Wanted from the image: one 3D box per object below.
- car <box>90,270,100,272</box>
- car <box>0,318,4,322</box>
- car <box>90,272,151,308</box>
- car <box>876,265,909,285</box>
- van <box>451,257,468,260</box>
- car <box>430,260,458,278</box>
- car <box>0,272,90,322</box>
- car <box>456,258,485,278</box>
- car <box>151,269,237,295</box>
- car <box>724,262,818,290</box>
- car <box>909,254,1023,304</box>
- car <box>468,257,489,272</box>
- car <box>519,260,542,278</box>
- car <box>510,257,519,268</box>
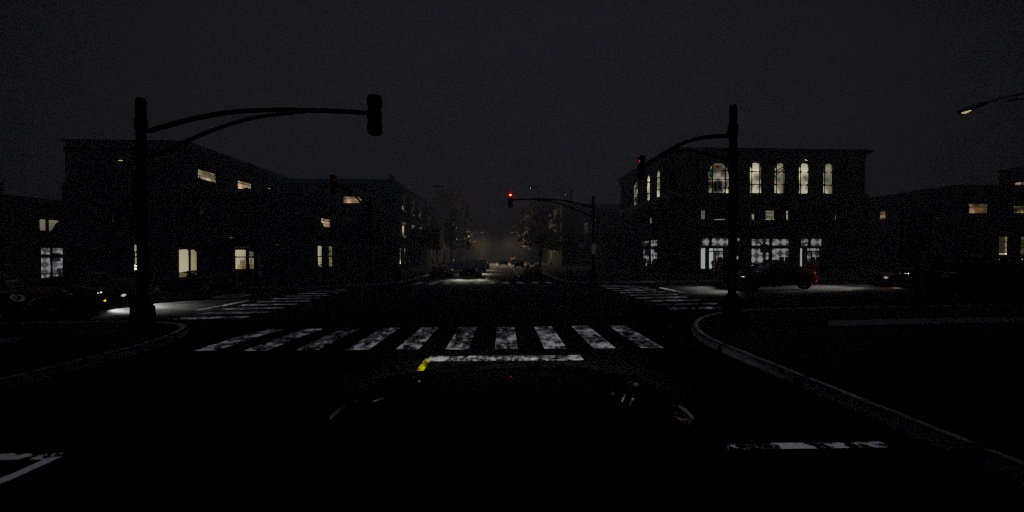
[{"bbox_3d":[-24.494,1.500,20.833,4.829,1.417,1.751,0,0,-2],"label":"car"},{"bbox_3d":[-5.661,1.295,1.077,1.888,1.381,4.507,0,0,-1],"label":"car"},{"bbox_3d":[-18.638,1.526,15.291,4.181,1.385,1.994,-1,1,-2],"label":"car"},{"bbox_3d":[23.531,0.918,20.316,4.902,1.511,2.128,-1,1,-2],"label":"car"},{"bbox_3d":[-6.769,1.082,44.674,1.690,1.789,3.998,0,0,-1],"label":"van"},{"bbox_3d":[-6.487,1.326,33.586,1.802,1.307,4.207,0,0,-1],"label":"car"},{"bbox_3d":[-18.344,1.422,12.745,4.097,1.591,1.967,0,0,-2],"label":"car"},{"bbox_3d":[-3.916,1.221,34.412,1.882,1.535,5.008,0,0,-2],"label":"car"},{"bbox_3d":[-18.676,1.474,21.085,4.313,1.339,1.948,0,0,-2],"label":"car"},{"bbox_3d":[14.309,1.063,19.917,4.674,1.442,1.812,-1,1,-2],"label":"car"},{"bbox_3d":[19.644,0.843,14.358,5.009,1.841,2.192,0,0,-2],"label":"car"},{"bbox_3d":[-4.174,1.219,44.451,1.882,1.535,5.008,0,0,-1],"label":"car"},{"bbox_3d":[1.886,1.269,33.969,1.751,1.417,4.829,0,0,-1],"label":"car"},{"bbox_3d":[1.186,1.288,61.521,2.007,1.370,4.403,0,0,-1],"label":"car"}]
